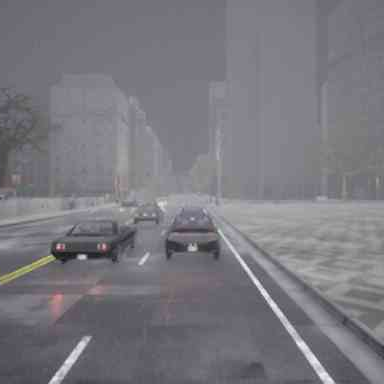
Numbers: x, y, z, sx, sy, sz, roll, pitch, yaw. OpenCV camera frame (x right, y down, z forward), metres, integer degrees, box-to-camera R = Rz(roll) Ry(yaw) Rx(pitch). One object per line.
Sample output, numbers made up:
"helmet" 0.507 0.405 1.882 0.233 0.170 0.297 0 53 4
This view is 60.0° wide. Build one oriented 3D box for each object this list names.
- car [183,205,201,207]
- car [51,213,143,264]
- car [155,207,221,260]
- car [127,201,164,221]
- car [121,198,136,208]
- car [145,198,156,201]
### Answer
"car" 0.040 1.698 27.005 1.895 1.301 4.718 0 0 0
"car" -3.211 1.640 12.007 1.895 1.301 4.718 0 0 1
"car" 0.044 1.533 12.603 2.128 1.511 4.902 0 0 1
"car" -3.224 1.639 25.467 2.033 1.411 5.357 0 0 0
"car" -9.817 1.692 52.155 1.882 1.535 5.008 0 -1 0
"car" -6.567 1.723 52.585 1.837 1.490 4.892 0 -1 0
